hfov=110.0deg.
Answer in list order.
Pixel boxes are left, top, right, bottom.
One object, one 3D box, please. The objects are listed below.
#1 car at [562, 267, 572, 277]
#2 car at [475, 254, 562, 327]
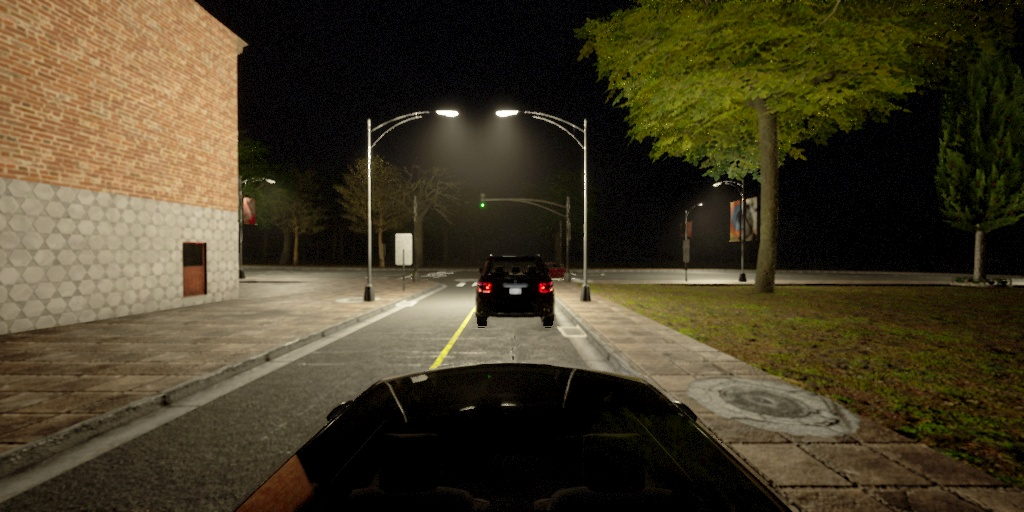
[{"bbox_3d":[2.893,1.219,28.401,1.812,1.442,4.674,0,0,40],"label":"car"},{"bbox_3d":[0.079,0.959,11.617,2.150,2.045,5.566,0,0,0],"label":"car"}]
